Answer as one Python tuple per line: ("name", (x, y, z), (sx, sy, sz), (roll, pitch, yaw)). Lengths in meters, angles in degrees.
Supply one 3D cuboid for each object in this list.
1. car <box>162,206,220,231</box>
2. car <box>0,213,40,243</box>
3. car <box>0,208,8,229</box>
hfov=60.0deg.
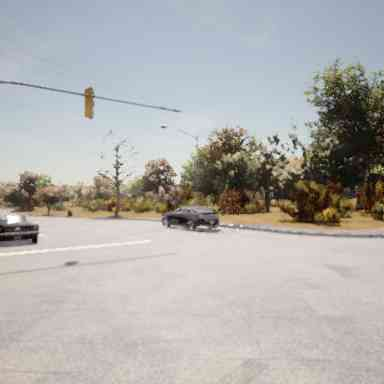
("car", (-0.189, 1.704, 22.360), (2.128, 1.511, 4.902), (1, -2, -36))
("car", (-8.869, 1.740, 16.273), (1.895, 1.301, 4.718), (1, -2, -36))
("car", (-16.056, 2.057, 26.151), (2.128, 1.511, 4.902), (1, -3, -36))
